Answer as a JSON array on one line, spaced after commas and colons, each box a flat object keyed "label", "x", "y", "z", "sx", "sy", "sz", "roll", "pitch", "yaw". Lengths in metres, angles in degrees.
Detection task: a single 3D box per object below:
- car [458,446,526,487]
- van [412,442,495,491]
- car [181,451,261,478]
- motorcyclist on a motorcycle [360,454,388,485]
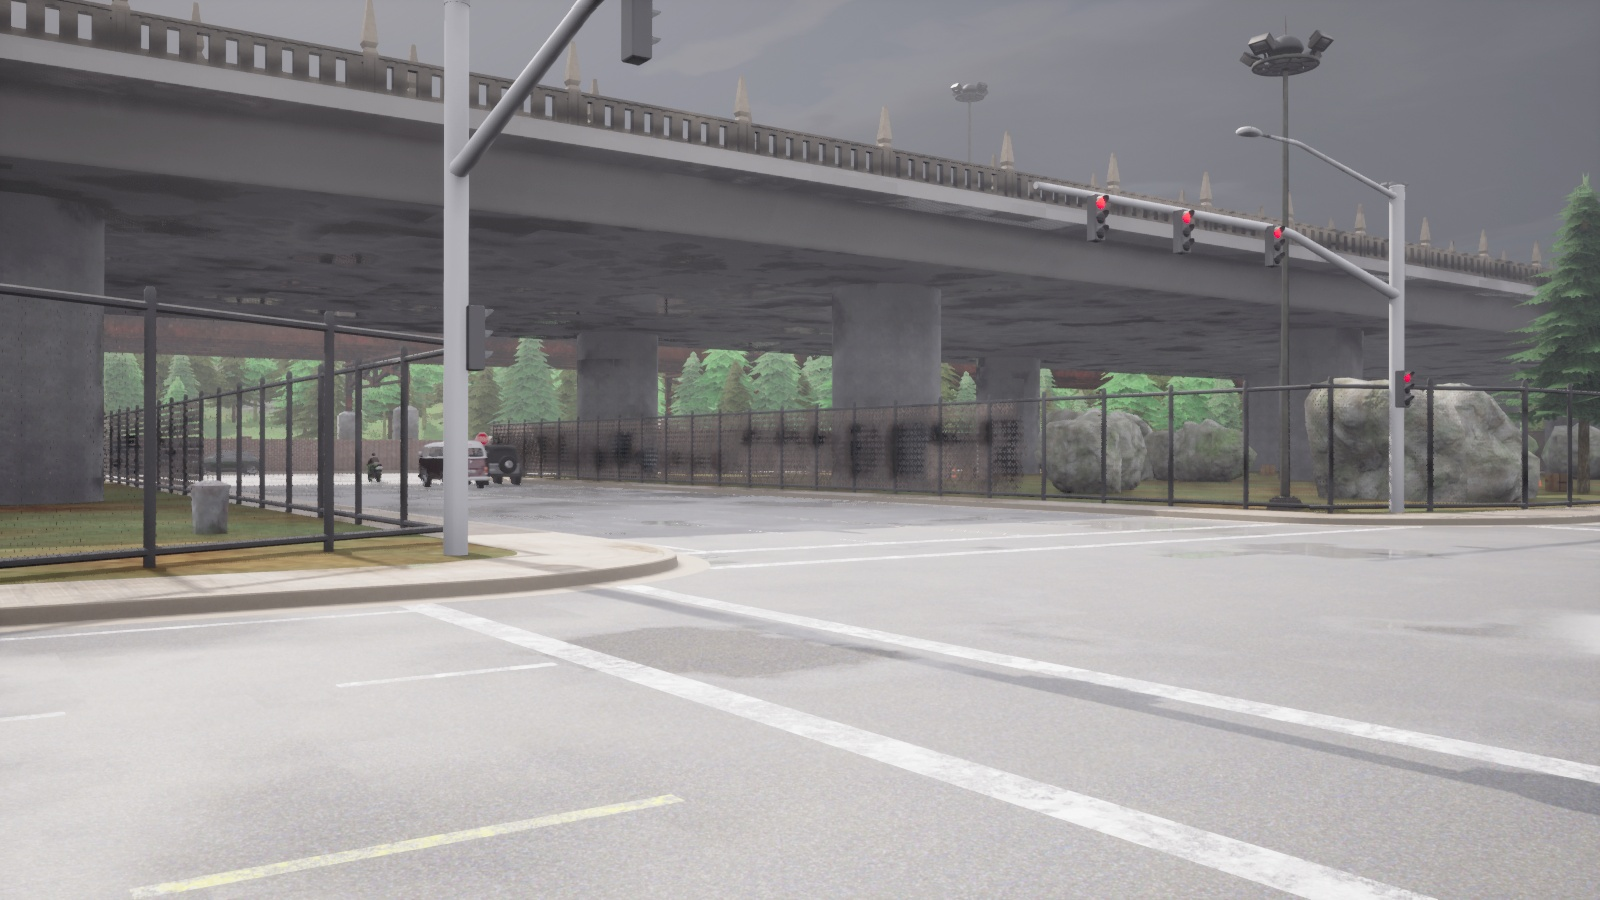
[{"label": "car", "x": -14.722, "y": 0.774, "z": 59.932, "sx": 1.905, "sy": 1.878, "sz": 3.866, "roll": 0, "pitch": 0, "yaw": -35}, {"label": "van", "x": -15.020, "y": 0.688, "z": 54.251, "sx": 2.069, "sy": 2.038, "sz": 4.480, "roll": 0, "pitch": 0, "yaw": -35}, {"label": "car", "x": -38.636, "y": 0.946, "z": 83.844, "sx": 4.553, "sy": 1.767, "sz": 2.097, "roll": 0, "pitch": 0, "yaw": -34}, {"label": "motorcyclist on a motorcycle", "x": -21.632, "y": 0.984, "z": 63.703, "sx": 0.797, "sy": 1.523, "sz": 2.044, "roll": 0, "pitch": 0, "yaw": -35}]
